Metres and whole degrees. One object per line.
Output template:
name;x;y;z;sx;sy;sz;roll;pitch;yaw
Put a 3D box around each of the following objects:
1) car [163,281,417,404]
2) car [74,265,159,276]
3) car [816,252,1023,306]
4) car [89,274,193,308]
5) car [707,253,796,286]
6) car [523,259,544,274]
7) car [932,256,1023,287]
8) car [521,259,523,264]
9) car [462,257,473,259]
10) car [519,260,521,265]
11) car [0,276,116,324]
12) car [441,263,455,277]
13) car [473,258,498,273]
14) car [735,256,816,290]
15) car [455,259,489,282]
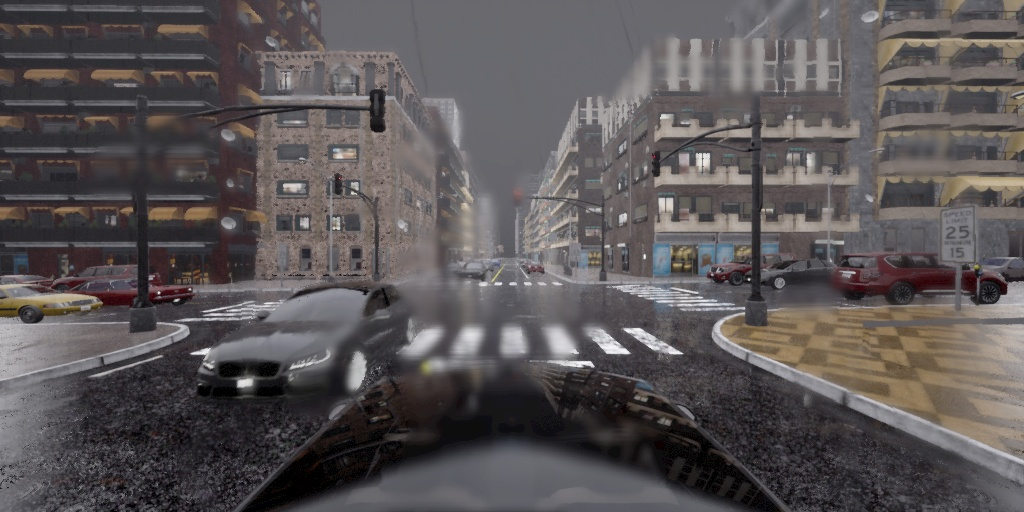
car;-3.124;1.265;6.620;1.837;1.490;4.892;0;-1;0
car;-23.640;1.462;21.095;5.009;1.841;2.192;0;0;-1
car;14.686;0.775;13.164;5.009;1.841;2.192;0;0;-1
car;-16.630;1.633;15.408;4.718;1.301;1.895;-1;0;0
car;14.533;0.759;21.543;5.009;1.841;2.192;0;0;-1
car;2.606;1.198;40.866;1.967;1.591;4.097;0;0;0
car;26.211;0.778;19.079;5.357;1.411;2.033;-1;0;-1
car;2.594;1.200;46.548;1.967;1.591;4.097;0;0;0
car;-5.786;1.075;46.528;2.192;1.841;5.009;0;0;0
car;2.570;1.348;57.913;1.802;1.307;4.207;0;0;0
car;-17.654;1.585;12.812;4.829;1.417;1.751;0;0;-1
car;-5.762;1.322;35.163;1.948;1.339;4.313;0;0;0
car;-3.185;1.248;44.162;2.128;1.511;4.902;0;0;0
car;14.934;0.947;18.956;4.892;1.490;1.837;-1;0;-1
car;-3.079;1.232;28.865;1.882;1.535;5.008;0;0;-1
